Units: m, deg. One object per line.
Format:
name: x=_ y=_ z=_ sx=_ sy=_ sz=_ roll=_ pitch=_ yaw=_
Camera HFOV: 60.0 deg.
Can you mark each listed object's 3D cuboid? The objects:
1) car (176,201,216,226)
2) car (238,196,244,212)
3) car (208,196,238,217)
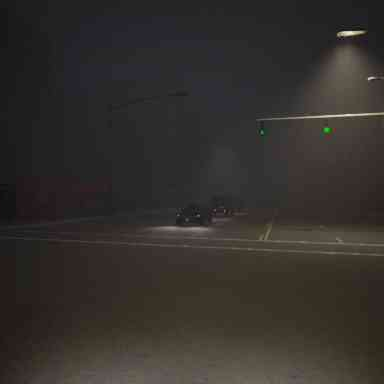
car: x=0.277 y=1.635 z=24.823 sx=1.812 sy=1.442 sz=4.674 roll=0 pitch=-1 yaw=15
car: x=5.772 y=1.607 z=45.093 sx=2.150 sy=2.045 sz=5.566 roll=0 pitch=-1 yaw=15
car: x=3.025 y=1.454 z=34.921 sx=2.150 sy=2.045 sz=5.566 roll=0 pitch=-1 yaw=16
